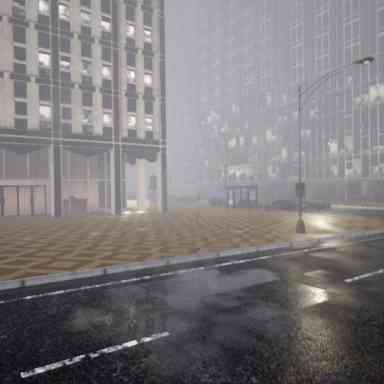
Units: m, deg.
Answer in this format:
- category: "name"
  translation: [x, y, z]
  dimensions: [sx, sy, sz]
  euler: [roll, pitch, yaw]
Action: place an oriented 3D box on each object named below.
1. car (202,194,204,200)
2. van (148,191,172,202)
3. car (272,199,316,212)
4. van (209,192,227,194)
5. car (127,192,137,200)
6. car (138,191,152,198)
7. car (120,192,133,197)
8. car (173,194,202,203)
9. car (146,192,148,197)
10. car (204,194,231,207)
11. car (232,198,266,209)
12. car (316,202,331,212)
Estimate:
- category: "car"
  translation: [1.263, 1.014, 63.155]
  dimensions: [1.802, 1.307, 4.206]
  euler: [-1, 1, -34]
- category: "van"
  translation: [-5.648, 0.915, 58.413]
  dimensions: [1.690, 1.788, 3.998]
  euler: [-1, 1, -34]
- category: "car"
  translation: [10.320, 1.402, 34.909]
  dimensions: [1.947, 1.339, 4.313]
  euler: [-1, 1, -34]
- category: "van"
  translation: [4.477, 0.826, 58.465]
  dimensions: [1.690, 1.788, 3.998]
  euler: [-1, 1, -34]
- category: "car"
  translation: [-12.079, 1.017, 67.789]
  dimensions: [2.008, 1.369, 4.403]
  euler: [-1, 1, -34]
- category: "car"
  translation: [-11.598, 0.657, 81.900]
  dimensions: [1.967, 1.590, 4.097]
  euler: [-1, 1, -34]
- category: "car"
  translation: [-18.028, 0.659, 91.275]
  dimensions: [2.008, 1.369, 4.403]
  euler: [-1, 1, -34]
- category: "car"
  translation: [-0.822, 1.174, 56.007]
  dimensions: [1.895, 1.301, 4.718]
  euler: [-1, 1, -34]
- category: "car"
  translation: [-8.383, 0.586, 77.212]
  dimensions: [2.192, 1.841, 5.009]
  euler: [-1, 1, -34]
- category: "car"
  translation: [3.952, 1.297, 44.327]
  dimensions: [1.947, 1.339, 4.313]
  euler: [-1, 1, -34]
- category: "car"
  translation: [7.119, 1.366, 39.608]
  dimensions: [1.802, 1.307, 4.206]
  euler: [-1, 1, -34]
- category: "car"
  translation: [12.670, 1.393, 36.278]
  dimensions: [1.895, 1.301, 4.718]
  euler: [-1, 1, -34]
